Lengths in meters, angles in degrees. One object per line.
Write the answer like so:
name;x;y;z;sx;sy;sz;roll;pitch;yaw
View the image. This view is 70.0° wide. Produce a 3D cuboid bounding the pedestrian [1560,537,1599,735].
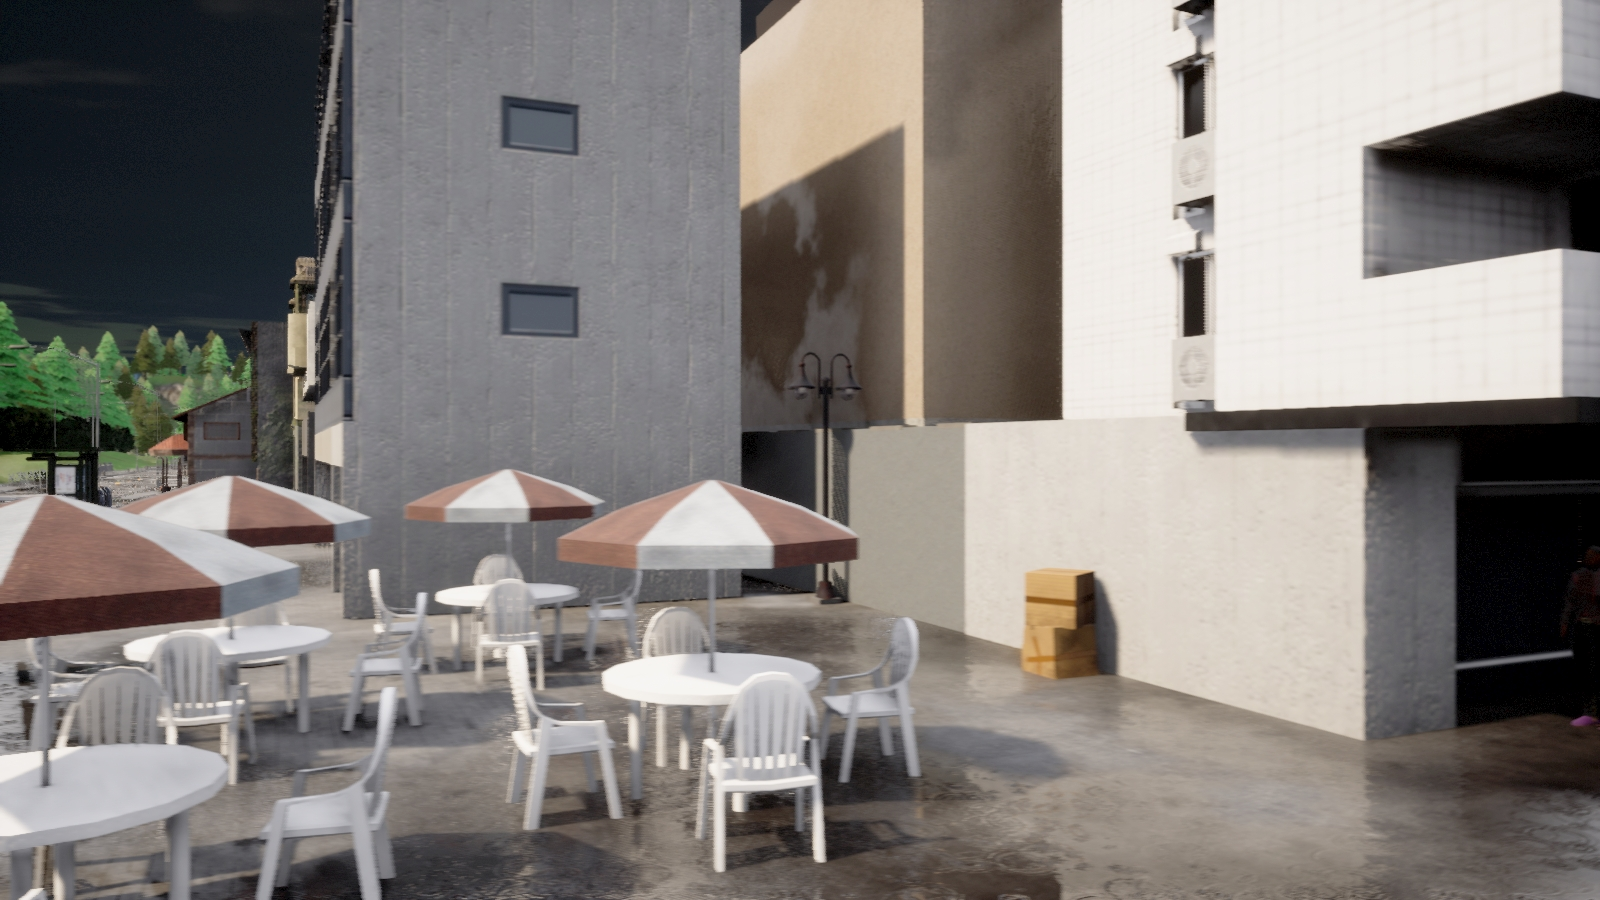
pedestrian;7.731;1.793;11.151;0.375;1.860;0.375;0;0;-26
